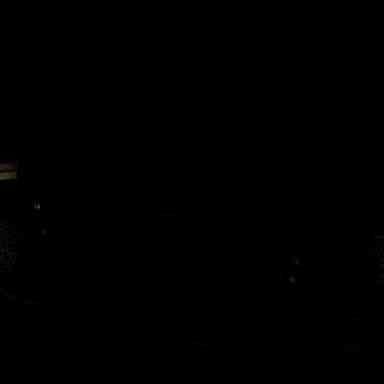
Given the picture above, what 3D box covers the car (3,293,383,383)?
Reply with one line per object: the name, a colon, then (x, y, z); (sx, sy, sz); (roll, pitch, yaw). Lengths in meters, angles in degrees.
car: (0.227, 1.570, 2.686); (4.313, 1.339, 1.947); (0, 0, 35)
